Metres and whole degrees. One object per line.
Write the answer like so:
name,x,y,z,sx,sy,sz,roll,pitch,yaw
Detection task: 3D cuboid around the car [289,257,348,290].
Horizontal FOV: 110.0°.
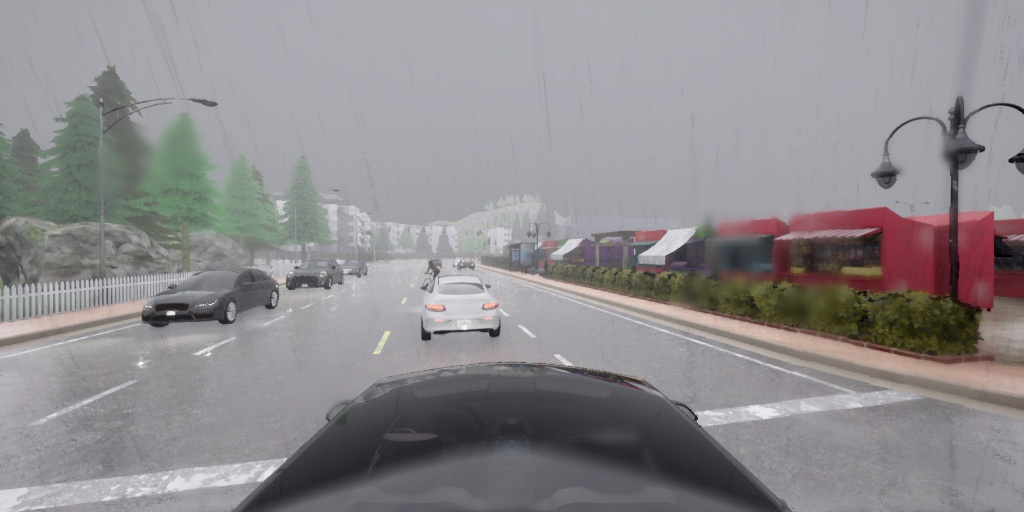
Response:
car,-11.417,0.965,21.062,2.097,1.767,4.553,0,0,-13

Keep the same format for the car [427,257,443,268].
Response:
car,-10.919,0.897,50.798,1.837,1.490,4.892,0,0,-13

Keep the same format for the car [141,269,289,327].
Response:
car,-9.201,1.190,11.465,1.837,1.490,4.892,0,0,-13

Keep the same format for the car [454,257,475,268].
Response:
car,-5.677,1.047,43.744,1.895,1.301,4.718,0,0,-13

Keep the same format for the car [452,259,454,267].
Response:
car,-7.706,0.905,52.624,1.812,1.442,4.674,0,0,-13

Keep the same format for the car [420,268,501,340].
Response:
car,-1.487,1.225,9.761,1.812,1.442,4.674,0,0,-12

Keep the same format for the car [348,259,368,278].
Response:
car,-13.627,1.033,30.681,2.128,1.511,4.902,0,0,-13

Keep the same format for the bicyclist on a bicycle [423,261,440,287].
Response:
bicyclist on a bicycle,-4.333,1.078,19.607,0.582,1.620,1.656,0,1,25
